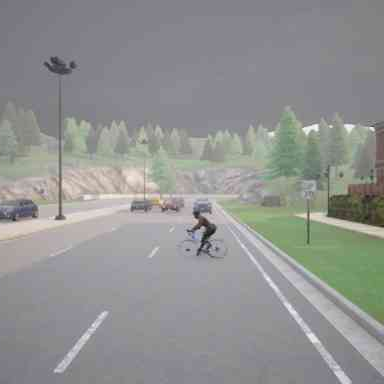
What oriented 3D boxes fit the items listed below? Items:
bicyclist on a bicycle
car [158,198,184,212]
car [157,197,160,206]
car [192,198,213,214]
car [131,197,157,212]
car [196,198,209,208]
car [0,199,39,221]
[{"bbox_3d":[0.335,1.445,11.023,1.656,1.620,0.582,-2,0,2],"label":"bicyclist on a bicycle"},{"bbox_3d":[-2.327,1.598,37.922,1.895,1.301,4.718,0,0,2],"label":"car"},{"bbox_3d":[-5.480,1.474,50.236,1.882,1.535,5.008,0,0,2],"label":"car"},{"bbox_3d":[1.104,1.523,34.507,1.812,1.442,4.674,0,0,2],"label":"car"},{"bbox_3d":[-5.805,1.489,38.605,2.128,1.511,4.902,0,0,2],"label":"car"},{"bbox_3d":[1.565,1.597,49.628,1.895,1.301,4.718,0,0,2],"label":"car"},{"bbox_3d":[-14.325,1.350,26.791,2.097,1.767,4.553,0,0,2],"label":"car"}]
